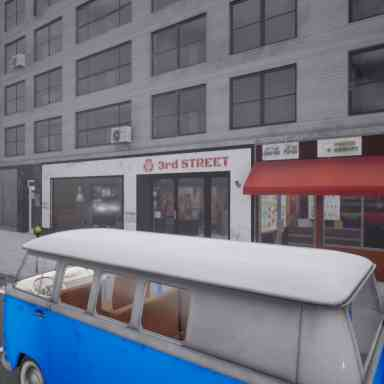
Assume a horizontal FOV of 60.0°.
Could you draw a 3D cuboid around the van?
[{"bbox_3d":[-0.270,1.341,3.269,3.998,1.788,1.690,0,0,35],"label":"van"}]
